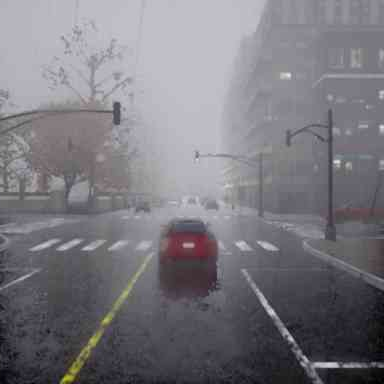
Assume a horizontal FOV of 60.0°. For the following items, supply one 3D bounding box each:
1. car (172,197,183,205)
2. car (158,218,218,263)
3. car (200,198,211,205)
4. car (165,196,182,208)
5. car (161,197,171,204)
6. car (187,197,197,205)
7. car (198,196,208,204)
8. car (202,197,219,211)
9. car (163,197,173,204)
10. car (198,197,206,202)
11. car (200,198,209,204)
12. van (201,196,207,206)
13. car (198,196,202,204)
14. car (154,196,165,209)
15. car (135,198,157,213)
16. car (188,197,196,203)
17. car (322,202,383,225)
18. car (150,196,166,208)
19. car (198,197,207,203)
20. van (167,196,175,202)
[{"bbox_3d":[-2.999,1.918,69.840,2.128,1.511,4.902,0,0,0],"label":"car"},{"bbox_3d":[-0.209,1.626,12.262,1.994,1.385,4.181,0,0,-3],"label":"car"},{"bbox_3d":[2.692,1.942,68.000,2.008,1.369,4.403,0,0,0],"label":"car"},{"bbox_3d":[-3.073,1.828,54.223,1.812,1.442,4.674,0,0,0],"label":"car"},{"bbox_3d":[-5.688,1.869,73.631,1.967,1.590,4.097,0,0,0],"label":"car"},{"bbox_3d":[-0.001,1.901,68.565,2.128,1.511,4.902,0,0,0],"label":"car"},{"bbox_3d":[2.693,1.782,79.261,2.192,1.841,5.009,0,0,0],"label":"car"},{"bbox_3d":[2.692,1.793,45.479,1.887,1.381,4.507,0,0,0],"label":"car"},{"bbox_3d":[-5.688,1.907,79.260,1.967,1.590,4.097,0,0,0],"label":"car"},{"bbox_3d":[2.691,2.092,90.520,1.887,1.381,4.507,0,0,0],"label":"car"},{"bbox_3d":[2.692,1.974,73.630,1.887,1.381,4.507,0,0,0],"label":"car"},{"bbox_3d":[2.693,1.624,51.111,1.690,1.788,3.998,0,0,0],"label":"van"},{"bbox_3d":[2.692,1.794,62.371,1.967,1.590,4.097,0,0,0],"label":"car"},{"bbox_3d":[-5.688,1.807,50.940,1.752,1.417,4.829,0,0,0],"label":"car"},{"bbox_3d":[-5.688,1.781,39.849,1.947,1.339,4.313,0,0,0],"label":"car"},{"bbox_3d":[0.001,1.882,78.984,2.033,1.411,5.357,0,0,0],"label":"car"},{"bbox_3d":[13.466,1.743,27.527,5.009,1.841,2.192,1,-2,-1],"label":"car"},{"bbox_3d":[-5.688,1.633,56.741,2.192,1.841,5.009,0,0,0],"label":"car"},{"bbox_3d":[2.691,2.057,84.890,2.008,1.369,4.403,0,0,0],"label":"car"},{"bbox_3d":[-5.689,1.888,90.521,1.690,1.788,3.998,0,0,0],"label":"van"}]
